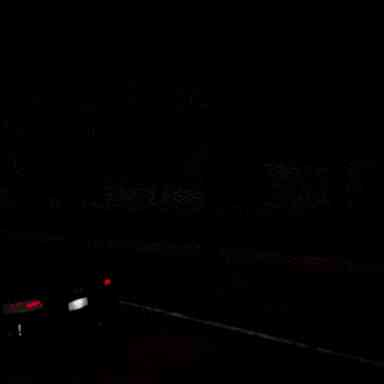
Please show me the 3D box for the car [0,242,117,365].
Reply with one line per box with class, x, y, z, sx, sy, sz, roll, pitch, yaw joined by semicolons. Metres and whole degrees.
car;-3.341;1.610;5.886;4.181;1.385;1.994;-1;0;32
